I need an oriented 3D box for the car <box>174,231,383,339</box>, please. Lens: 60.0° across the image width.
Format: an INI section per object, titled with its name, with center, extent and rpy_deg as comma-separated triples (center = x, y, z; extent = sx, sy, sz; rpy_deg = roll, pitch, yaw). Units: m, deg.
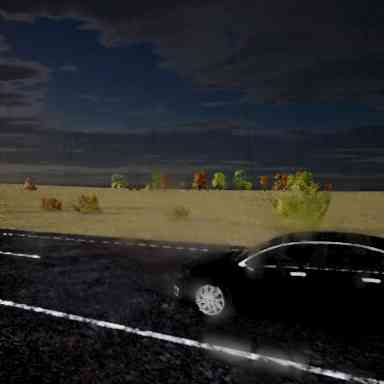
[car]
center = 2.024, 1.450, 5.807
extent = 4.892, 1.490, 1.837
rpy_deg = 0, 0, 26
